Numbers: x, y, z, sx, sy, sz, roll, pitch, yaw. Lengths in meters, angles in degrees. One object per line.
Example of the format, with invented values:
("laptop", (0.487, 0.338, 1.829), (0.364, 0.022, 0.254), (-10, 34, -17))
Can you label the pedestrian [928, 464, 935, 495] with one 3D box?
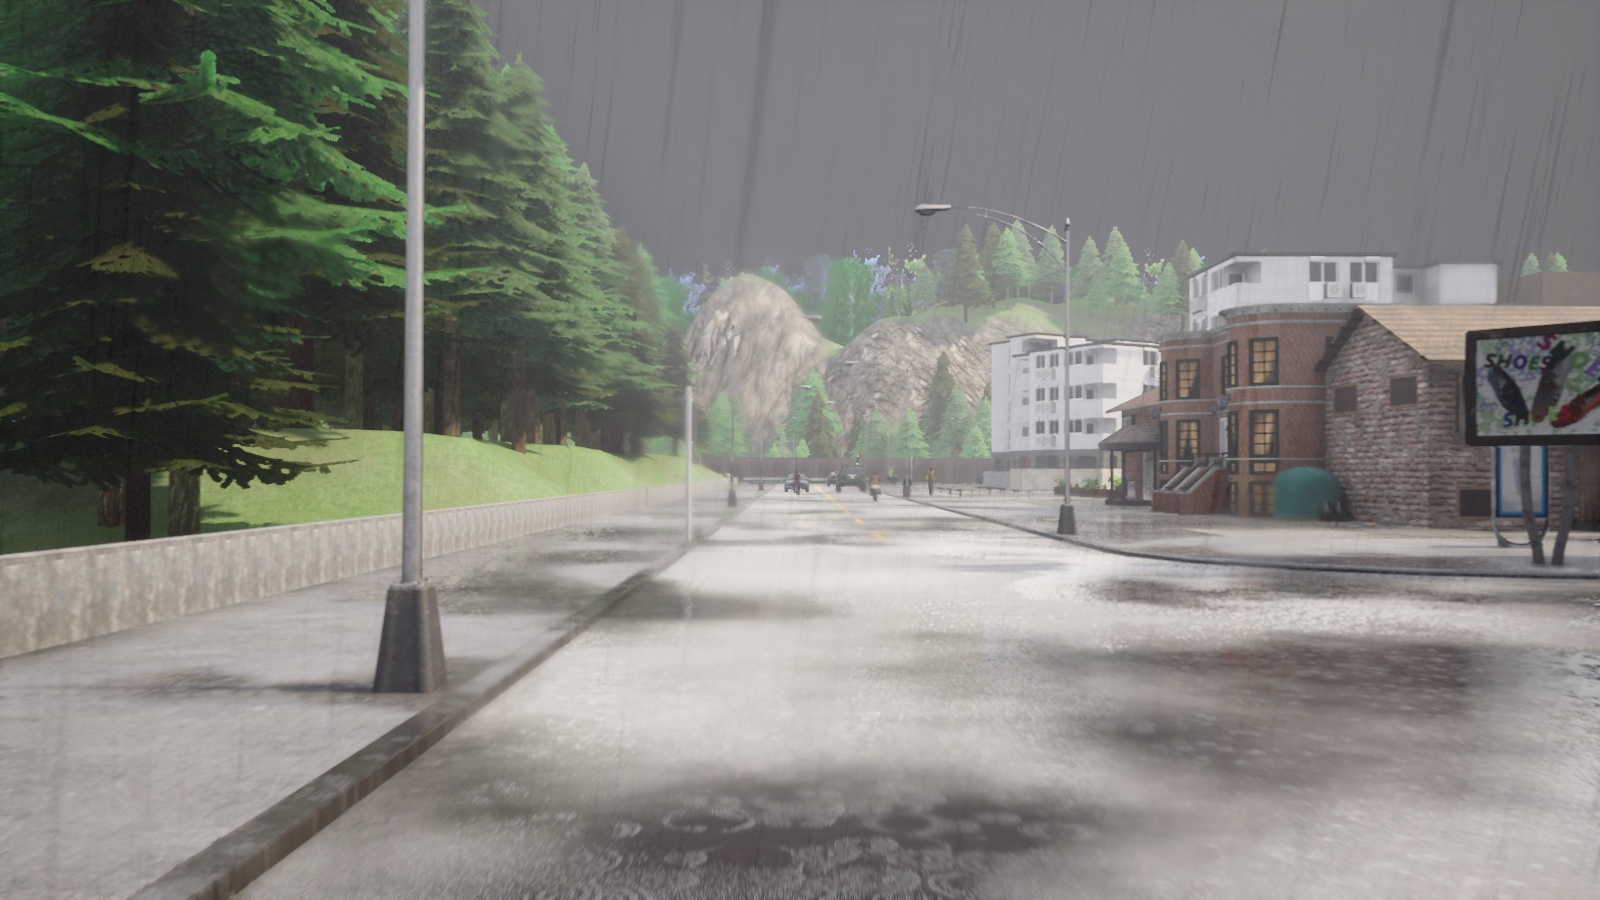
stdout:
("pedestrian", (7.708, 1.729, 73.801), (0.370, 1.835, 0.726), (0, -1, 3))

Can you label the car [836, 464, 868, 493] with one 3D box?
("car", (3.785, 2.068, 92.567), (2.150, 2.045, 5.566), (0, -1, 0))

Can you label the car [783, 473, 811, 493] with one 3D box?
("car", (-0.216, 2.430, 93.589), (2.033, 1.411, 5.357), (0, -1, 0))
